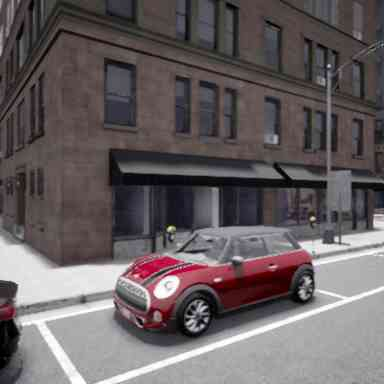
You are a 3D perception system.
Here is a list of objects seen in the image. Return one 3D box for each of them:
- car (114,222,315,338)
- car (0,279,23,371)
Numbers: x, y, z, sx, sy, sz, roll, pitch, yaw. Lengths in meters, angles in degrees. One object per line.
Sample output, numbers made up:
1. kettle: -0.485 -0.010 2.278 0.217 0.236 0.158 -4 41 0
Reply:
1. car: 0.558 1.455 6.585 4.097 1.590 1.967 0 0 -35
2. car: -4.068 1.561 3.286 4.313 1.339 1.947 0 0 -35
